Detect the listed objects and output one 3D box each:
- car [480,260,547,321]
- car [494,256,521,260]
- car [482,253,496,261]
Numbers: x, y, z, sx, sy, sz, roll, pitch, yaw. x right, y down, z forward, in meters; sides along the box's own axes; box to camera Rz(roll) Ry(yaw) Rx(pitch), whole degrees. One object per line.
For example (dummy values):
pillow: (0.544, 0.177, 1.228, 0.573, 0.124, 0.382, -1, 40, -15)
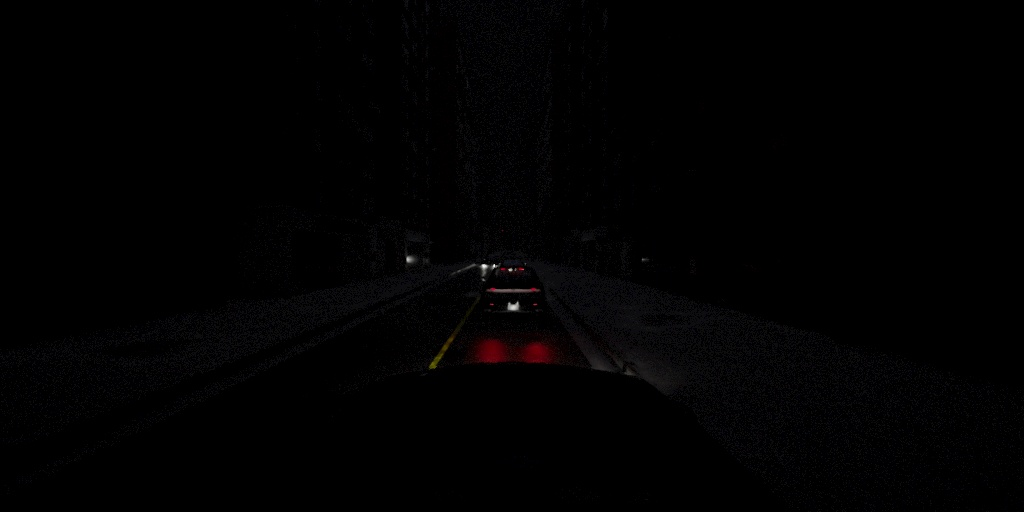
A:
car: (0.047, 1.052, 11.525, 2.128, 1.511, 4.902, 0, 1, 0)
car: (0.036, 0.829, 25.991, 2.033, 1.411, 5.357, 0, 1, 0)
car: (-2.856, 0.392, 47.470, 1.812, 1.442, 4.674, 0, 1, 0)
